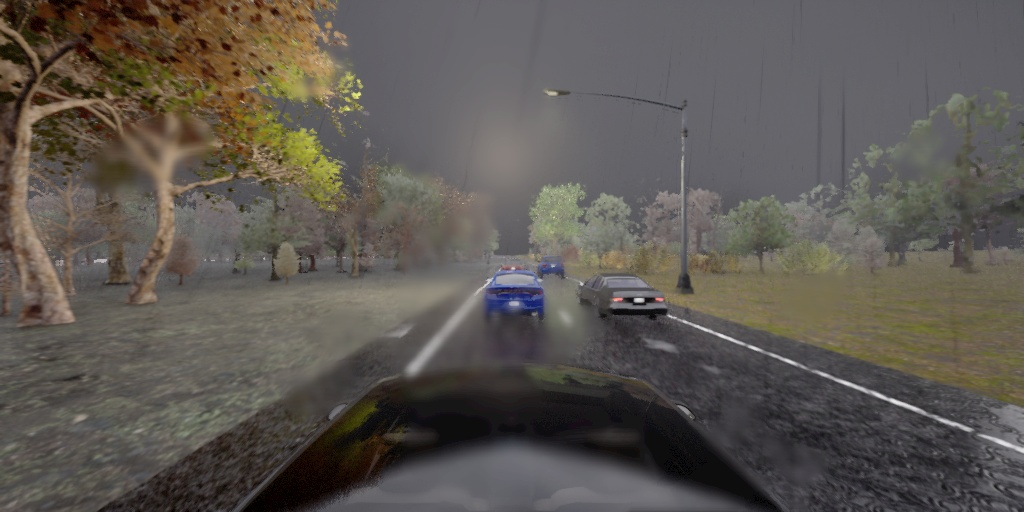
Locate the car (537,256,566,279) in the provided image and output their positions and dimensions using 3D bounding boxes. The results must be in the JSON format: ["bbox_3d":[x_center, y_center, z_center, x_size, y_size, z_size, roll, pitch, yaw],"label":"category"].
[{"bbox_3d":[3.593,0.983,33.258,2.150,2.045,5.566,0,0,0],"label":"car"}]

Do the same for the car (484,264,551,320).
[{"bbox_3d":[0.108,1.231,12.674,1.882,1.535,5.008,0,0,0],"label":"car"}]

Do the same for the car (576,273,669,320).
[{"bbox_3d":[3.598,1.301,12.665,2.033,1.411,5.357,0,0,0],"label":"car"}]

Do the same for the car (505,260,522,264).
[{"bbox_3d":[0.093,1.113,33.106,2.097,1.767,4.553,0,0,0],"label":"car"}]
